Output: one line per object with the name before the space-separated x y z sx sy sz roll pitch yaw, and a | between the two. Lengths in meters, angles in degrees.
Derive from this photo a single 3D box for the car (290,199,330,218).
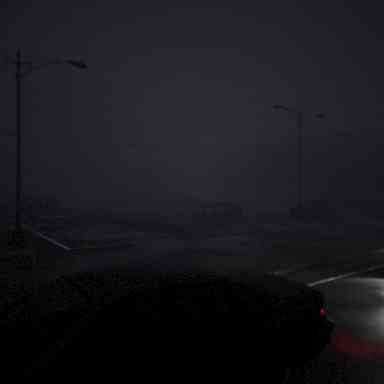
car | 9.921 1.382 28.093 3.633 1.501 1.845 0 0 -35

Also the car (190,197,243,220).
car | 2.131 1.390 26.286 3.806 1.475 1.970 0 0 -35

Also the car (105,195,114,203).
car | -13.883 1.239 61.113 3.806 1.475 1.970 0 0 -35

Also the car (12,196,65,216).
car | -13.749 1.321 29.820 3.633 1.501 1.845 0 0 -35

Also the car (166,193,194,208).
car | -0.611 1.105 43.405 4.605 1.855 1.932 0 0 -35

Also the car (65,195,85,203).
car | -21.759 1.302 60.078 4.514 1.523 2.007 0 0 -35

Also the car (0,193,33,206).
car | -25.990 1.098 48.654 4.605 1.855 1.932 0 0 -35

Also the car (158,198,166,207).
car | -2.614 1.084 45.551 3.866 1.878 1.905 0 0 -35

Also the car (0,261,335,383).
car | -0.707 1.548 3.489 5.357 1.411 2.033 0 0 -35

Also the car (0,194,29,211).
car | -19.438 1.299 38.036 4.514 1.523 2.007 0 0 -35

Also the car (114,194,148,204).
car | -9.942 1.160 56.038 5.027 1.636 2.152 0 0 -35
